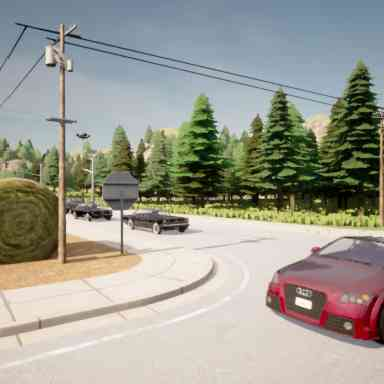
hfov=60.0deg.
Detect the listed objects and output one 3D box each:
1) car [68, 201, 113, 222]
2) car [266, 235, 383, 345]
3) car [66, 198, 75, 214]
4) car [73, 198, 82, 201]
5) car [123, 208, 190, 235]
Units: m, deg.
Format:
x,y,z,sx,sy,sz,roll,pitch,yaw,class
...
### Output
x,y,z,sx,sy,sz,roll,pitch,yaw,class
-8.240,1.636,27.197,1.895,1.301,4.718,0,0,-38,car
3.379,1.572,6.394,4.181,1.385,1.994,0,0,-35,car
-14.742,1.582,35.473,2.033,1.411,5.357,0,0,-39,car
-14.978,1.525,41.752,2.128,1.511,4.902,0,0,-38,car
-2.176,1.636,19.484,1.895,1.301,4.718,0,0,-38,car
